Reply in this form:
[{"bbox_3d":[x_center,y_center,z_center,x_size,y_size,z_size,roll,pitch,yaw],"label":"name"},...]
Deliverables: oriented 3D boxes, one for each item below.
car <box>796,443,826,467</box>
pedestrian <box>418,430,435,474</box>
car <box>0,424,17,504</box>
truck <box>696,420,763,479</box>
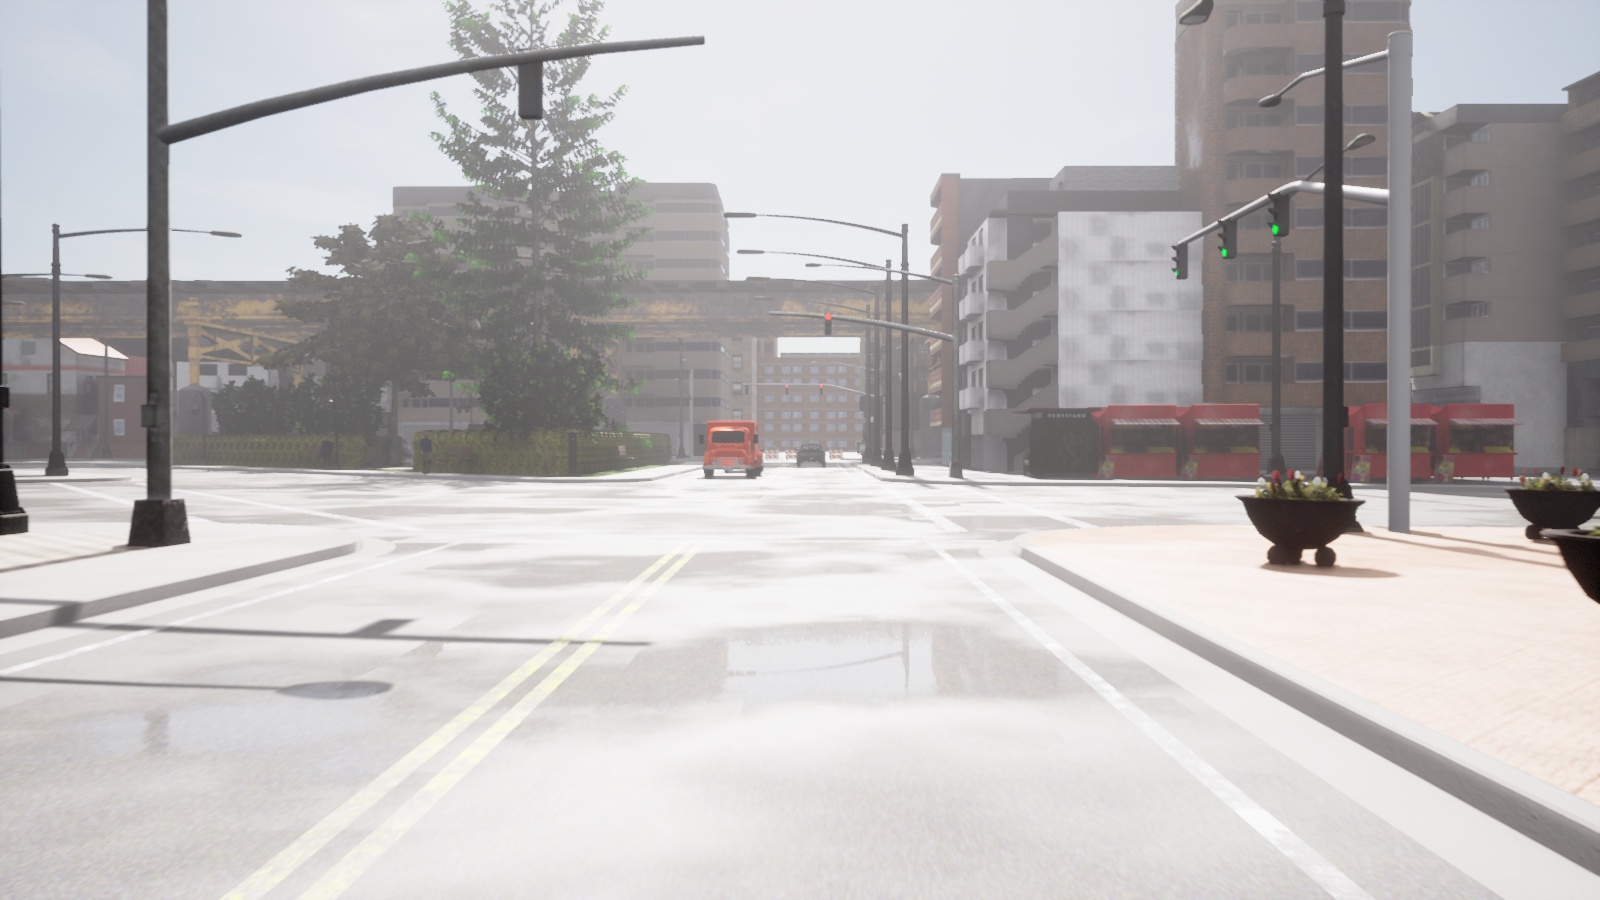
[{"bbox_3d":[0.705,0.297,80.691,1.837,1.490,4.892,0,0,1],"label":"car"},{"bbox_3d":[-15.848,0.084,53.263,0.402,1.842,0.726,0,0,-42],"label":"pedestrian"},{"bbox_3d":[-20.816,0.327,29.324,3.866,1.878,1.905,0,0,1],"label":"car"},{"bbox_3d":[-3.014,-0.053,55.039,2.627,2.467,5.204,0,0,0],"label":"truck"}]
